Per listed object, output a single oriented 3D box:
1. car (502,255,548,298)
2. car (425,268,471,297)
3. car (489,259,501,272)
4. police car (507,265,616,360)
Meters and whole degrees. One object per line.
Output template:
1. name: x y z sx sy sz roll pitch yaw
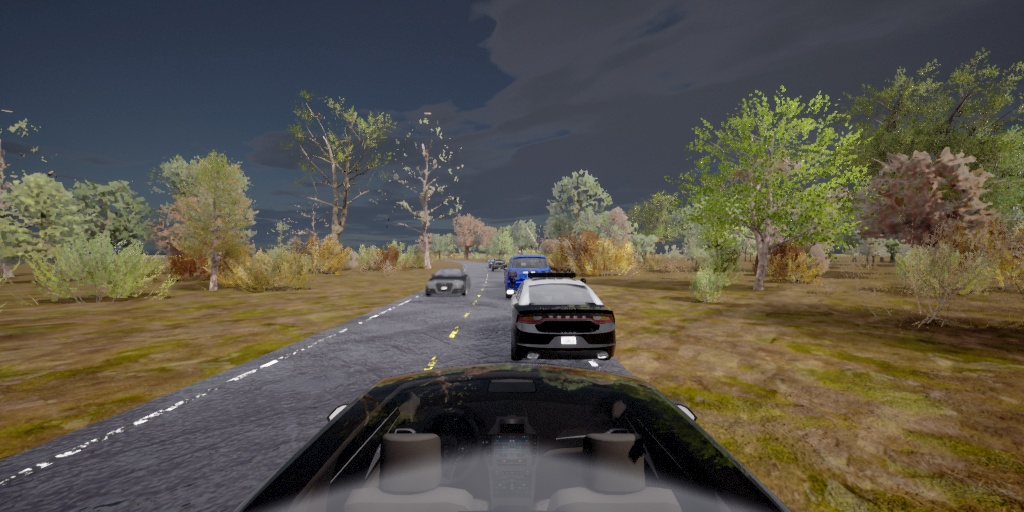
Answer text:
1. car: 0.736 0.972 18.411 2.150 2.045 5.566 0 0 -2
2. car: -3.234 1.312 18.817 1.994 1.385 4.181 0 0 -2
3. car: -1.737 1.254 46.942 1.837 1.490 4.892 0 0 -5
4. police car: 0.908 1.174 8.443 1.930 1.638 5.238 0 0 0
